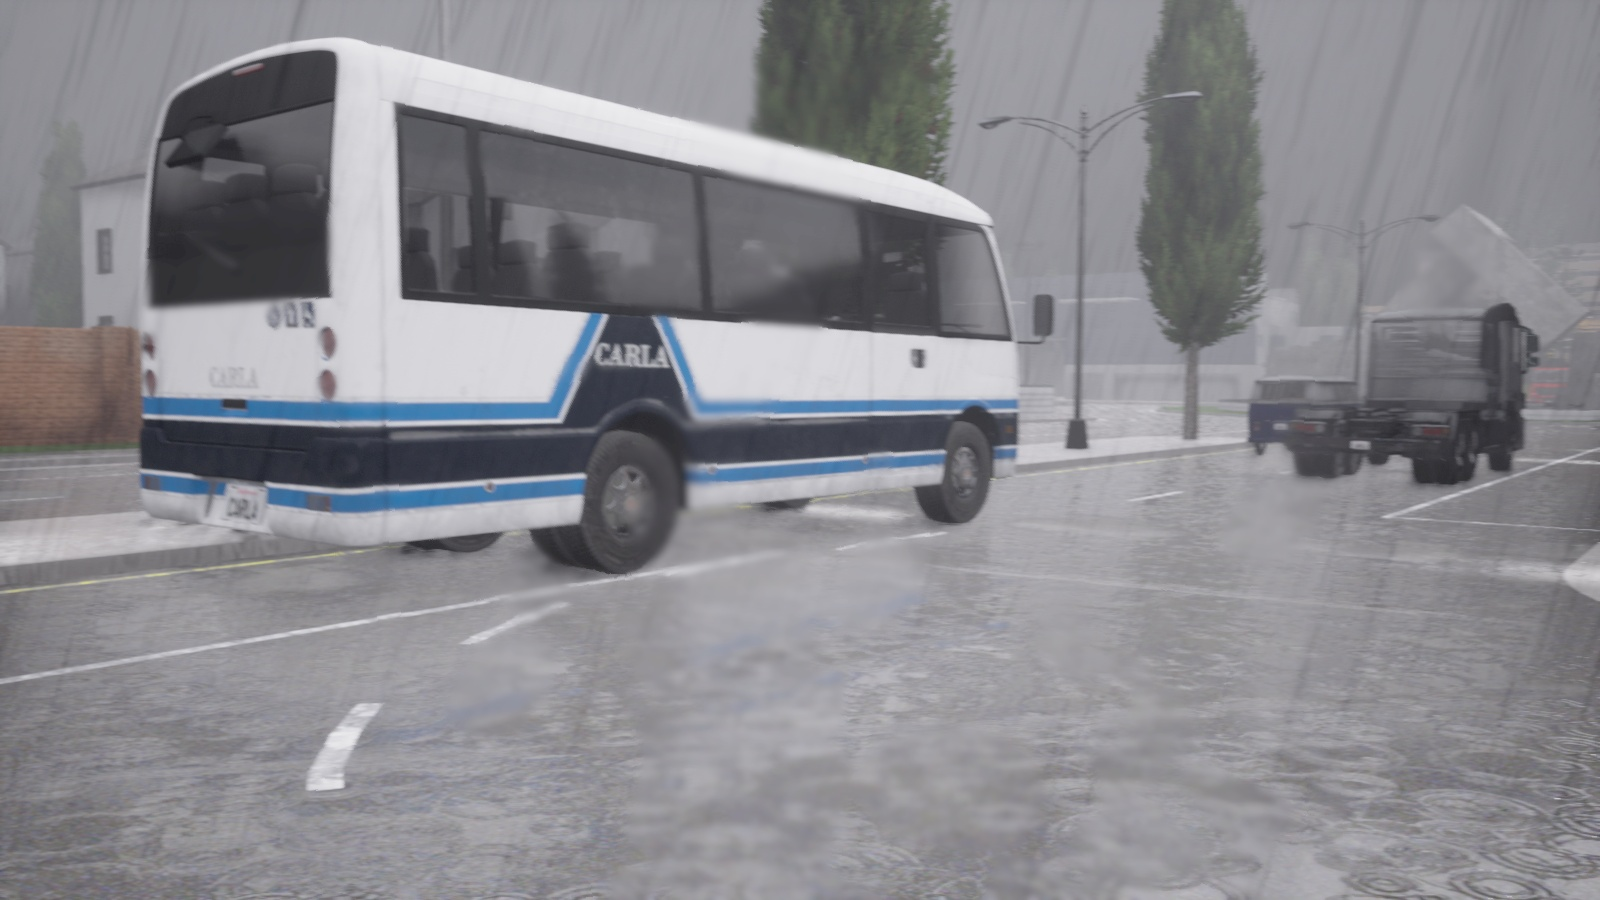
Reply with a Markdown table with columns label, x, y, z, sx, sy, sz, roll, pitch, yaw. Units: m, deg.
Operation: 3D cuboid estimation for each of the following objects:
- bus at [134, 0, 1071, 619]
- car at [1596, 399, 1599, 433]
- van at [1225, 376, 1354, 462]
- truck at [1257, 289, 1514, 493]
| label | x | y | z | sx | sy | sz | roll | pitch | yaw |
| --- | --- | --- | --- | --- | --- | --- | --- | --- | --- |
| bus | -1.142 | -1.194 | 13.915 | 3.944 | 4.253 | 10.273 | 3 | 4 | 38 |
| car | 36.585 | -1.387 | 53.550 | 4.193 | 1.474 | 1.816 | 1 | 3 | -8 |
| van | 12.377 | -0.826 | 31.595 | 1.775 | 1.987 | 4.442 | 4 | 4 | 37 |
| truck | 12.074 | -1.206 | 25.405 | 2.891 | 3.462 | 7.936 | 4 | 4 | 38 |
